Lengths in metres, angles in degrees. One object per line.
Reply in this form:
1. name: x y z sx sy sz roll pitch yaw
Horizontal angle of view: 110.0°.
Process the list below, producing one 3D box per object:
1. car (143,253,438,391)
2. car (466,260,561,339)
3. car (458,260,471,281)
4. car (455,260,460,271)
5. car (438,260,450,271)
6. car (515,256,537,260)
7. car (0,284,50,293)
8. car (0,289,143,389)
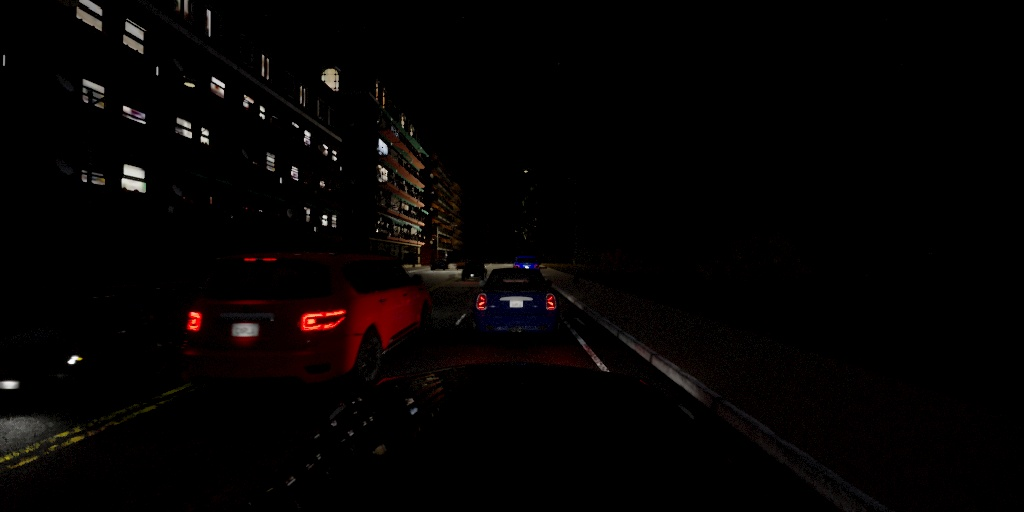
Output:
1. car: -3.148 0.971 6.920 2.150 2.045 5.566 0 0 0
2. car: 0.103 1.104 10.199 2.097 1.767 4.553 0 0 0
3. car: -3.137 1.260 30.590 1.837 1.490 4.892 0 0 0
4. car: -6.573 1.233 49.423 1.882 1.535 5.008 0 0 0
5. car: -9.824 1.281 49.003 1.812 1.442 4.674 0 0 0
6. car: 1.152 0.980 30.152 2.150 2.045 5.566 0 0 0
7. car: -9.848 1.228 5.969 1.882 1.535 5.008 0 0 0
8. car: -6.597 1.298 7.363 2.033 1.411 5.357 0 0 0
